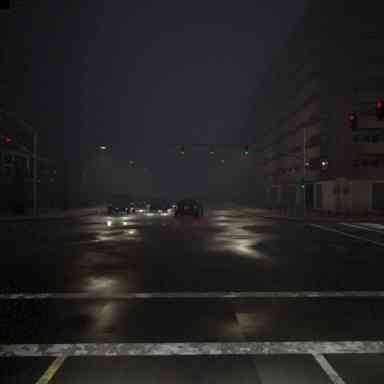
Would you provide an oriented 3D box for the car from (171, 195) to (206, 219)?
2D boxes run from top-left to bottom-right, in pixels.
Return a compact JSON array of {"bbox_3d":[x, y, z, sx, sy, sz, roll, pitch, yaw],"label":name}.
[{"bbox_3d":[-0.246,1.360,29.645,2.097,1.767,4.553,0,0,7],"label":"car"}]

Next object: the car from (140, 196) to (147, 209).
[{"bbox_3d":[-7.382,1.491,45.072,1.882,1.535,5.008,0,0,0],"label":"car"}]

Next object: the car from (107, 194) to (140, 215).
[{"bbox_3d":[-7.314,1.232,35.069,2.150,2.045,5.566,0,0,0],"label":"car"}]

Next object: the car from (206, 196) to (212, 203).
[{"bbox_3d":[3.053,1.584,68.442,1.994,1.385,4.181,0,0,0],"label":"car"}]

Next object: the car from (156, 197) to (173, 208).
[{"bbox_3d":[-3.898,1.506,48.110,2.128,1.511,4.902,0,0,0],"label":"car"}]

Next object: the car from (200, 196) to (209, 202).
[{"bbox_3d":[2.986,1.614,78.386,1.895,1.301,4.718,0,0,0],"label":"car"}]

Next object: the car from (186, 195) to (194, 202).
[{"bbox_3d":[-0.517,1.548,78.734,1.812,1.442,4.674,0,0,-1],"label":"car"}]

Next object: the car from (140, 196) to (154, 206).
[{"bbox_3d":[-7.442,1.521,55.384,1.837,1.490,4.892,0,0,0],"label":"car"}]

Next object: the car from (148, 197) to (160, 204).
[{"bbox_3d":[-7.463,1.620,65.678,1.895,1.301,4.718,0,0,0],"label":"car"}]

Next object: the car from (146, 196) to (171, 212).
[{"bbox_3d":[-3.836,1.489,38.623,1.882,1.535,5.008,0,0,0],"label":"car"}]

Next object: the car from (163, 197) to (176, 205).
[{"bbox_3d":[-3.956,1.581,58.126,1.994,1.385,4.181,0,0,-1],"label":"car"}]

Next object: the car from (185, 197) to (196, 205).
[{"bbox_3d":[-0.280,1.543,58.183,1.812,1.442,4.674,0,0,0],"label":"car"}]
